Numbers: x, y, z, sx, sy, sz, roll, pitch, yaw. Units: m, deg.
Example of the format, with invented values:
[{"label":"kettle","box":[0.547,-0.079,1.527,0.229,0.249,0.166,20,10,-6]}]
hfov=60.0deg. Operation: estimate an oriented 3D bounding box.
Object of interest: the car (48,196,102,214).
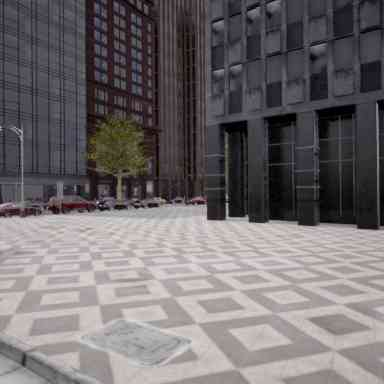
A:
[{"label":"car","box":[-12.154,1.289,33.926,2.192,1.841,5.009,-1,0,35]}]

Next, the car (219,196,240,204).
[{"label":"car","box":[7.024,1.463,61.797,1.947,1.339,4.313,-1,0,35]}]

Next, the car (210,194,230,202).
[{"label":"car","box":[6.397,1.295,75.929,2.192,1.841,5.009,-1,0,35]}]

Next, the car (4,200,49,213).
[{"label":"car","box":[-19.173,1.641,38.760,1.947,1.339,4.313,-1,0,35]}]

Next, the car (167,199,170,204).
[{"label":"car","box":[-6.484,1.544,57.203,1.752,1.417,4.829,-1,0,35]}]

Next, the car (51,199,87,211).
[{"label":"car","box":[-15.977,1.641,43.405,1.802,1.307,4.206,-1,0,35]}]

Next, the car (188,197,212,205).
[{"label":"car","box":[1.478,1.539,58.274,1.895,1.301,4.718,-1,0,34]}]

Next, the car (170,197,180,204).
[{"label":"car","box":[-3.191,1.574,61.990,1.947,1.339,4.313,-1,0,35]}]

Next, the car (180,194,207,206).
[{"label":"car","box":[0.631,1.462,52.507,1.887,1.381,4.507,-1,0,35]}]

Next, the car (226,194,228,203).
[{"label":"car","box":[3.826,1.222,57.154,2.192,1.841,5.009,-1,0,35]}]

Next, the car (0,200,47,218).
[{"label":"car","box":[-15.348,1.576,29.279,1.802,1.307,4.206,-1,0,35]}]

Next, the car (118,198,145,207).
[{"label":"car","box":[-9.584,1.612,52.697,1.802,1.307,4.206,-1,0,35]}]

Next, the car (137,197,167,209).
[{"label":"car","box":[-5.760,1.508,43.215,1.947,1.339,4.313,-1,0,35]}]

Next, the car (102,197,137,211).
[{"label":"car","box":[-8.956,1.524,38.570,1.947,1.339,4.313,-1,0,35]}]

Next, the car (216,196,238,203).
[{"label":"car","box":[7.141,1.469,66.503,2.033,1.411,5.357,-1,0,35]}]

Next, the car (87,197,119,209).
[{"label":"car","box":[-12.782,1.483,48.051,1.967,1.590,4.097,-1,0,35]}]

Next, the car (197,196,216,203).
[{"label":"car","box":[3.202,1.534,71.282,1.887,1.381,4.507,-1,0,35]}]
